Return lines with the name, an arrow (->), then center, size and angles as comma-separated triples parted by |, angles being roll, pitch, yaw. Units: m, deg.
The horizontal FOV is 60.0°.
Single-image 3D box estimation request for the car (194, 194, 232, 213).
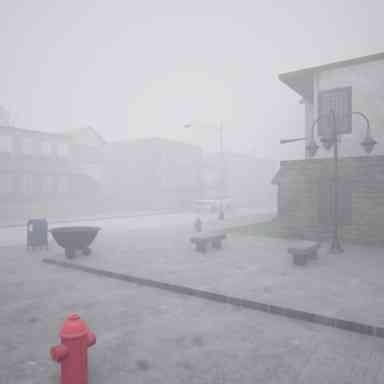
car -> 2.462, 1.222, 37.501 | 2.150, 2.045, 5.566 | 0, 0, 36
